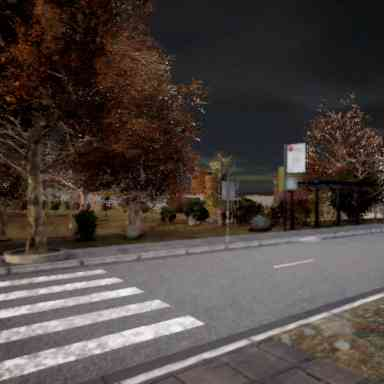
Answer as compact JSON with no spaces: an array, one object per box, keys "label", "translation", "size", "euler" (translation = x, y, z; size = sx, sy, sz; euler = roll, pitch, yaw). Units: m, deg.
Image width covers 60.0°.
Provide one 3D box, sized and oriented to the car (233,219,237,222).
[{"label":"car","translation":[12.544,7.595,91.664],"size":[1.882,1.535,5.008],"euler":[0,-6,-3]}]
